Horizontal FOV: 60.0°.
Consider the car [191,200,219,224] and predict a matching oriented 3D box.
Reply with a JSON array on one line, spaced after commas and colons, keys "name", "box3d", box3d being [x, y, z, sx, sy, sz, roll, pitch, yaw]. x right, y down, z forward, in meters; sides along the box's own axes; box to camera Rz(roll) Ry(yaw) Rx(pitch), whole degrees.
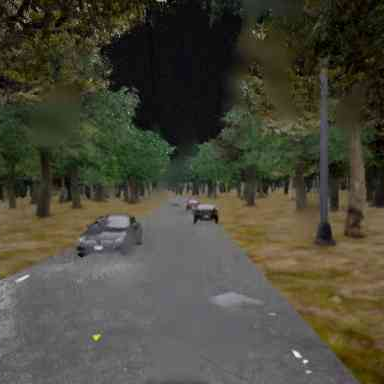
[{"name": "car", "box3d": [1.049, 1.635, 26.693, 1.882, 1.535, 5.008, 0, 0, 0]}]

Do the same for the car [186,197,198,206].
[{"name": "car", "box3d": [0.010, 1.737, 61.078, 2.128, 1.511, 4.902, 0, 0, 0]}]

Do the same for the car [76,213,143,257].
[{"name": "car", "box3d": [-3.100, 1.607, 13.370, 1.812, 1.442, 4.674, 0, 0, 0]}]

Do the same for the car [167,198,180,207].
[{"name": "car", "box3d": [-3.053, 1.745, 55.568, 1.837, 1.490, 4.892, 0, 0, 1]}]

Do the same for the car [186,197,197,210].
[{"name": "car", "box3d": [0.120, 1.754, 46.542, 1.812, 1.442, 4.674, 0, 0, 0]}]
